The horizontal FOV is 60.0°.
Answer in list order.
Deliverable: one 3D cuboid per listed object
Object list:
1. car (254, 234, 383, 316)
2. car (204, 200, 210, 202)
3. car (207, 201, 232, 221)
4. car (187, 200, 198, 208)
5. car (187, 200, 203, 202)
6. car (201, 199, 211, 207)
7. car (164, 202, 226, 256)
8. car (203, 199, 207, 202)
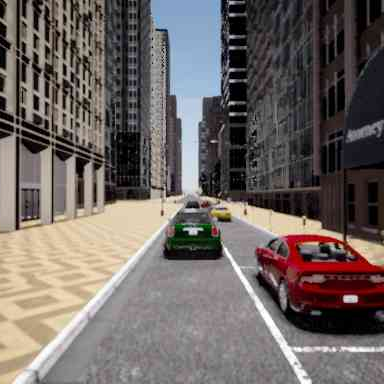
[{"bbox_3d":[2.565,1.617,7.611,1.887,1.381,4.507,0,-1,0],"label":"car"},{"bbox_3d":[2.567,1.880,35.367,2.008,1.369,4.403,0,-1,0],"label":"car"},{"bbox_3d":[2.566,1.805,29.986,1.752,1.417,4.829,0,-1,0],"label":"car"},{"bbox_3d":[0.102,2.120,60.793,1.994,1.385,4.181,0,-1,0],"label":"car"},{"bbox_3d":[0.101,1.877,43.192,1.882,1.535,5.008,0,0,0],"label":"car"},{"bbox_3d":[2.568,2.104,63.293,1.752,1.417,4.829,0,-1,0],"label":"car"},{"bbox_3d":[0.028,1.484,13.951,2.097,1.767,4.553,0,-1,0],"label":"car"},{"bbox_3d":[2.568,2.072,57.571,1.887,1.381,4.507,0,-1,0],"label":"car"}]
